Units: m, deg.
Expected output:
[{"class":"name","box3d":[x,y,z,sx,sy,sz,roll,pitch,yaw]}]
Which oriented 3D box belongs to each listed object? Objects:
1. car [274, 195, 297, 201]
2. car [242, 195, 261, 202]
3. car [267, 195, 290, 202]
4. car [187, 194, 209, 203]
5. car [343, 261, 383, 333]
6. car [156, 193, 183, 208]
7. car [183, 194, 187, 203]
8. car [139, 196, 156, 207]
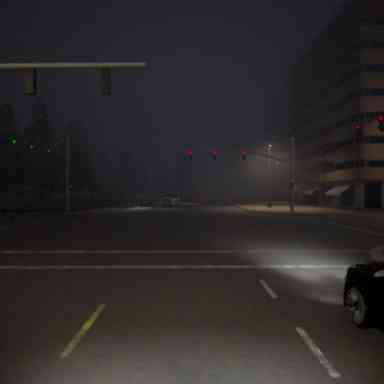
[{"class":"car","box3d":[21.875,1.362,77.871,4.902,1.511,2.128,0,0,-22]},{"class":"car","box3d":[13.083,1.326,72.337,5.008,1.535,1.882,0,0,-41]},{"class":"car","box3d":[18.483,1.444,72.024,4.718,1.301,1.895,0,0,-33]},{"class":"car","box3d":[1.554,1.218,63.450,2.097,1.767,4.553,0,0,28]},{"class":"car","box3d":[3.585,1.483,4.026,2.128,1.511,4.902,0,0,0]},{"class":"car","box3d":[-3.136,1.121,47.724,2.150,2.045,5.566,0,0,6]},{"class":"car","box3d":[-1.027,1.213,66.085,2.097,1.767,4.553,0,0,29]},{"class":"car","box3d":[-6.396,1.387,49.317,2.128,1.511,4.902,0,0,7]}]
